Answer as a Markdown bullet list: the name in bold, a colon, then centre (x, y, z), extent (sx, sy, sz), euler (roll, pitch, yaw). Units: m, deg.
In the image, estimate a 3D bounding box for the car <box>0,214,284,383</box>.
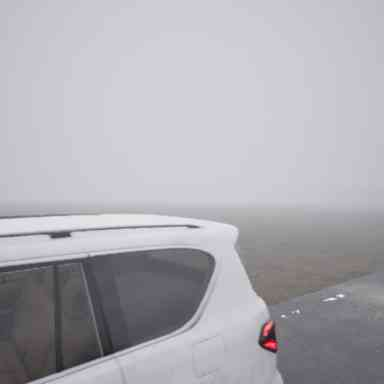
- **car**: centre (-1.905, 1.220, 1.719), extent (5.566, 2.045, 2.150), euler (0, 0, -36)
